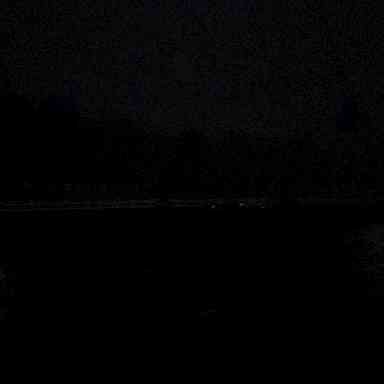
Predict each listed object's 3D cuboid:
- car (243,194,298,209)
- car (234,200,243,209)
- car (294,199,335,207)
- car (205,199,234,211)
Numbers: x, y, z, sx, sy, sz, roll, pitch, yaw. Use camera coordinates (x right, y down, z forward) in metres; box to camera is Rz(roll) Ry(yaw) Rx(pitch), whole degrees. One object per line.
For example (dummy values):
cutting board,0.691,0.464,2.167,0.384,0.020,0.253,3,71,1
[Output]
car,7.740,1.250,31.017,5.566,2.045,2.150,0,0,-35
car,7.034,1.385,34.809,4.553,1.767,2.097,0,0,-35
car,11.344,1.598,29.287,4.181,1.385,1.994,0,0,-35
car,3.689,1.507,36.723,5.008,1.535,1.882,0,0,-35
